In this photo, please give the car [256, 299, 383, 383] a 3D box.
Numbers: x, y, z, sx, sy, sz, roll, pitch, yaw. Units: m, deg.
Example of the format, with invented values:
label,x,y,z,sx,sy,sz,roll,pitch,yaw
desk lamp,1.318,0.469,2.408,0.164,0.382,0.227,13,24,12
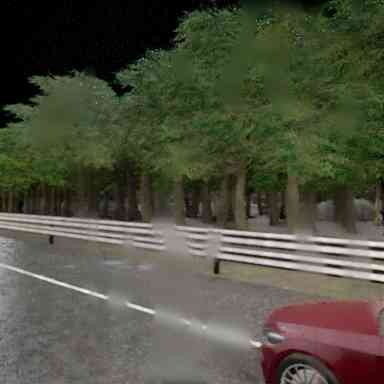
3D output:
label,x,y,z,sx,sy,sz,roll,pitch,yaw
car,2.917,1.652,3.122,4.674,1.442,1.812,0,-2,38
